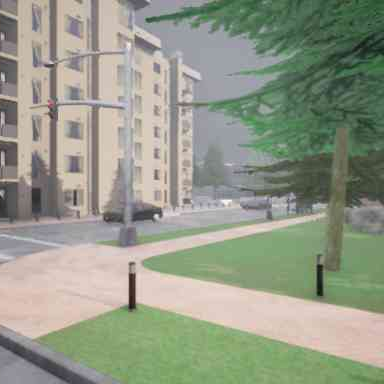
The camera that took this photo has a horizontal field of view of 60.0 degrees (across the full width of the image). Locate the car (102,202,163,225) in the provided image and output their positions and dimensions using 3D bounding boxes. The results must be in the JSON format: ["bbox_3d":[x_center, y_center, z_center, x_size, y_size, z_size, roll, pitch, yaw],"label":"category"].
[{"bbox_3d":[-4.290,1.514,24.562,1.882,1.535,5.008,0,0,37],"label":"car"}]

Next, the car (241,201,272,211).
[{"bbox_3d":[8.093,1.582,41.117,2.033,1.411,5.357,0,0,37],"label":"car"}]
